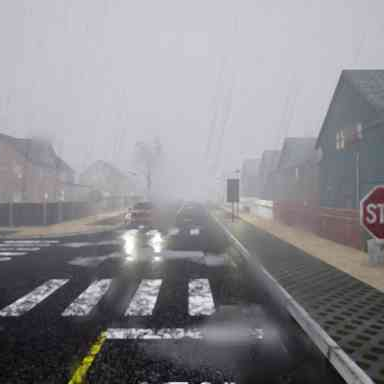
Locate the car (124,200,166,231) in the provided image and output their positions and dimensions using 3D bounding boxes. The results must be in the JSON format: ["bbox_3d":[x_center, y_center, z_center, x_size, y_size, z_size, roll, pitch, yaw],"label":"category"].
[{"bbox_3d":[-2.795,1.352,20.634,2.097,1.767,4.553,0,0,0],"label":"car"}]
